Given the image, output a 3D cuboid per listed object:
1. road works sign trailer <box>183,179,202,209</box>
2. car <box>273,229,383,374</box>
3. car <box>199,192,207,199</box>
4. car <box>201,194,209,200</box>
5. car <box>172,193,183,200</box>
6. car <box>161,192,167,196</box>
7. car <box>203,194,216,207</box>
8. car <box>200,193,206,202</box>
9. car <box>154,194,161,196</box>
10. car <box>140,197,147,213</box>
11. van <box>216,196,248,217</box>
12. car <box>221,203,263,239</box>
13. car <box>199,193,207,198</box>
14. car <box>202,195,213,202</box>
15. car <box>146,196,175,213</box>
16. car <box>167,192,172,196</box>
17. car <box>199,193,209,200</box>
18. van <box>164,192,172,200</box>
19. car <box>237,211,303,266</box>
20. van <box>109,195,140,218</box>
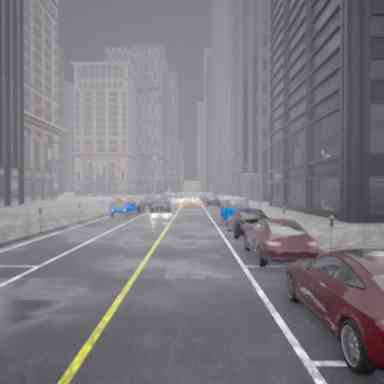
[{"bbox_3d":[0.032,0.216,41.501,2.380,3.560,2.880,0,0,0],"label":"road works sign trailer"},{"bbox_3d":[2.764,1.550,5.286,1.802,1.307,4.206,0,0,0],"label":"car"},{"bbox_3d":[2.826,0.914,84.254,1.967,1.590,4.097,0,0,0],"label":"car"},{"bbox_3d":[2.817,1.075,73.143,1.752,1.417,4.829,0,0,0],"label":"car"},{"bbox_3d":[-2.942,1.017,74.532,2.033,1.411,5.357,0,0,0],"label":"car"},{"bbox_3d":[-5.722,1.102,56.055,1.967,1.590,4.097,0,0,0],"label":"car"},{"bbox_3d":[2.795,1.276,44.770,1.887,1.381,4.507,0,0,0],"label":"car"},{"bbox_3d":[2.804,1.212,56.051,2.008,1.369,4.403,0,0,0],"label":"car"},{"bbox_3d":[-5.731,1.298,44.774,1.947,1.339,4.313,0,0,0],"label":"car"},{"bbox_3d":[-5.739,1.344,33.493,1.887,1.381,4.507,0,0,0],"label":"car"},{"bbox_3d":[2.776,1.208,22.207,1.690,1.788,3.998,0,0,0],"label":"van"},{"bbox_3d":[2.773,1.467,16.567,1.947,1.339,4.313,0,0,0],"label":"car"},{"bbox_3d":[2.830,0.985,89.896,2.008,1.369,4.403,0,0,0],"label":"car"},{"bbox_3d":[2.808,1.191,61.692,1.947,1.339,4.313,0,0,0],"label":"car"},{"bbox_3d":[-3.070,1.363,33.562,1.994,1.385,4.181,0,0,0],"label":"car"},{"bbox_3d":[-5.713,1.155,67.338,1.947,1.339,4.313,0,0,0],"label":"car"},{"bbox_3d":[2.821,1.064,78.614,2.008,1.369,4.403,0,0,0],"label":"car"},{"bbox_3d":[-5.705,0.854,78.618,1.690,1.788,3.998,0,0,0],"label":"van"},{"bbox_3d":[2.769,1.517,10.927,1.802,1.307,4.206,0,0,0],"label":"car"},{"bbox_3d":[-5.745,1.175,27.851,1.690,1.788,3.998,0,0,0],"label":"van"}]
